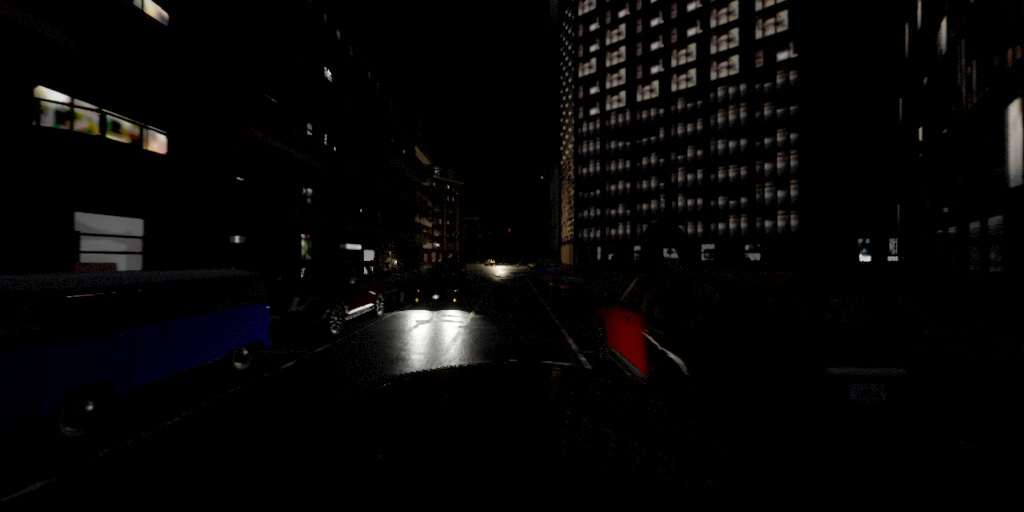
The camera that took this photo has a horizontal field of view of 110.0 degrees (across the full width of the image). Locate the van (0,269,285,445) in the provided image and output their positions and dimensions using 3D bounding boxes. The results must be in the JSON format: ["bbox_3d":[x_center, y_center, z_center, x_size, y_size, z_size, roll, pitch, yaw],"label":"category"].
[{"bbox_3d":[-5.314,1.096,4.975,1.690,1.789,3.998,0,0,0],"label":"van"}]

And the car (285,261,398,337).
[{"bbox_3d":[-5.314,1.078,10.511,2.192,1.841,5.009,0,0,0],"label":"car"}]

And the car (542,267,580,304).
[{"bbox_3d":[2.567,1.354,16.054,1.802,1.307,4.207,0,0,0],"label":"car"}]

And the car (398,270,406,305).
[{"bbox_3d":[-5.314,1.323,16.048,2.007,1.370,4.403,0,0,0],"label":"car"}]

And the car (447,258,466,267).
[{"bbox_3d":[-5.313,1.124,32.654,2.192,1.841,5.009,0,0,0],"label":"car"}]

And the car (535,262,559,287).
[{"bbox_3d":[2.567,1.309,21.760,1.751,1.417,4.829,0,0,0],"label":"car"}]

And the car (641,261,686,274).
[{"bbox_3d":[16.821,1.204,39.900,4.181,1.385,1.994,-1,-1,41],"label":"car"}]

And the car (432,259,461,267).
[{"bbox_3d":[-5.313,1.235,27.118,1.967,1.591,4.097,0,0,0],"label":"car"}]

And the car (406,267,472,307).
[{"bbox_3d":[-2.846,1.335,15.365,1.994,1.385,4.181,0,0,0],"label":"car"}]

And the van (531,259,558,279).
[{"bbox_3d":[2.567,1.136,27.123,1.690,1.789,3.998,0,0,0],"label":"van"}]

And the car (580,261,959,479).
[{"bbox_3d":[2.566,1.070,4.982,2.192,1.841,5.009,0,0,0],"label":"car"}]
